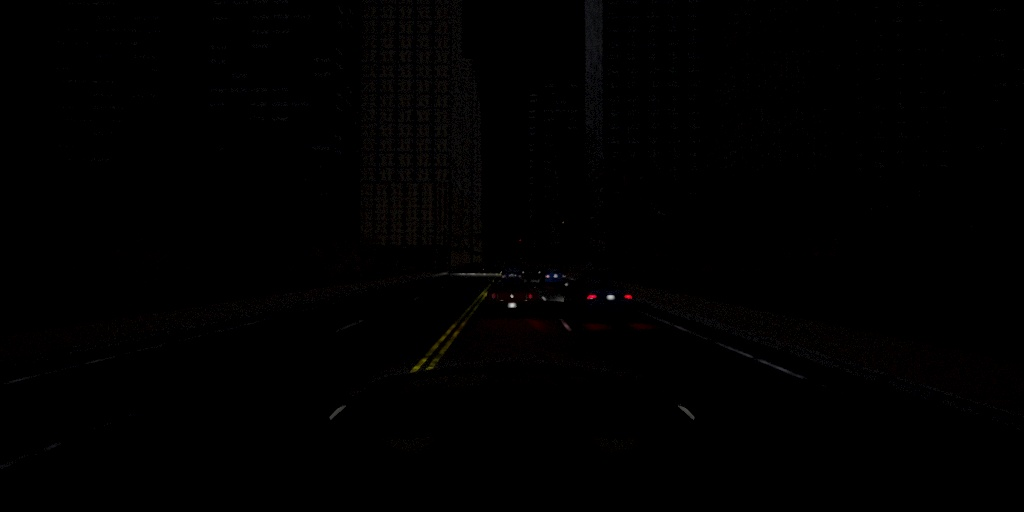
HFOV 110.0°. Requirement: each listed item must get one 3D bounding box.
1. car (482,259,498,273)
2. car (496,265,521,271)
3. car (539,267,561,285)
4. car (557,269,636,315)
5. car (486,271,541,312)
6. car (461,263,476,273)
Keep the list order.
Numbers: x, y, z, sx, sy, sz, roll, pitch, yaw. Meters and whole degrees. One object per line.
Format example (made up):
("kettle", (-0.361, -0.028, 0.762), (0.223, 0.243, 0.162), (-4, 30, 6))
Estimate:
("car", (-3.239, 1.512, 54.323), (2.150, 2.045, 5.566), (0, -1, 0))
("car", (0.019, 1.589, 29.367), (2.033, 1.411, 5.357), (0, -1, 0))
("car", (3.272, 1.589, 29.374), (2.033, 1.411, 5.357), (0, -1, 0))
("car", (3.263, 1.434, 14.342), (2.033, 1.411, 5.357), (0, -1, 0))
("car", (0.020, 1.495, 15.078), (1.895, 1.301, 4.718), (0, -1, 0))
("car", (-6.488, 1.834, 54.404), (2.033, 1.411, 5.357), (0, -1, 0))
